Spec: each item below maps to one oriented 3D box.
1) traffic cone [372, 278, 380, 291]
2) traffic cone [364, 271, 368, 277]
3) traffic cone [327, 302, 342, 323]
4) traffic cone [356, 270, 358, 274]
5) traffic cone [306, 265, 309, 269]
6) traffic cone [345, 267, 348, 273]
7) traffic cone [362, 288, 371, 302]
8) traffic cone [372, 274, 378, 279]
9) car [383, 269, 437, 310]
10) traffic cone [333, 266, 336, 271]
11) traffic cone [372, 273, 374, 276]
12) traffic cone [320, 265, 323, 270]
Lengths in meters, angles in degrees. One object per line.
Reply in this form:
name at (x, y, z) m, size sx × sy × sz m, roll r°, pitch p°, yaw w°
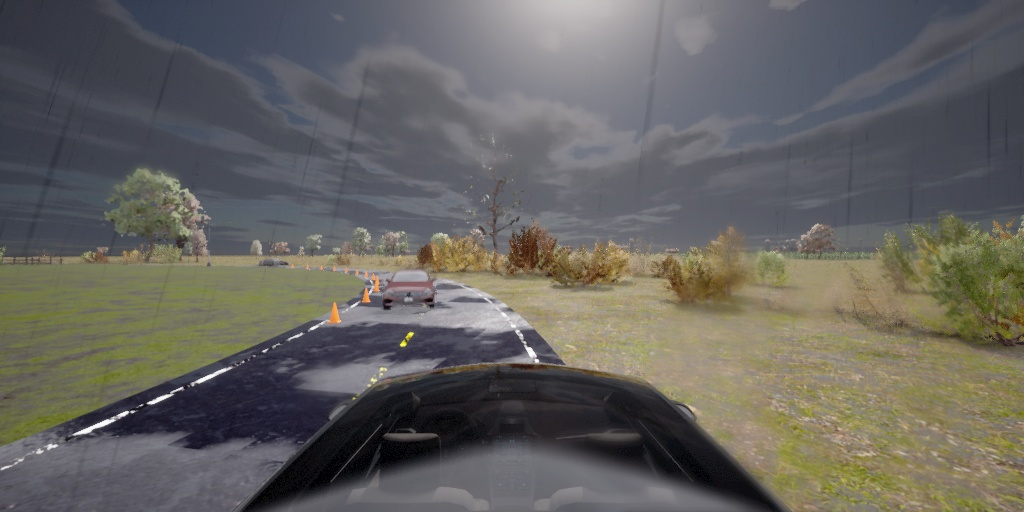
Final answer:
traffic cone at (-7.617, 1.678, 20.136) m, size 0.340 × 0.580 × 0.340 m, roll 0°, pitch 0°, yaw -18°
traffic cone at (-13.543, 1.641, 33.290) m, size 0.340 × 0.580 × 0.340 m, roll 0°, pitch 0°, yaw -31°
traffic cone at (-5.333, 1.693, 10.783) m, size 0.340 × 0.580 × 0.340 m, roll 0°, pitch 0°, yaw -10°
traffic cone at (-16.143, 1.623, 37.345) m, size 0.340 × 0.580 × 0.340 m, roll 0°, pitch 0°, yaw -35°
traffic cone at (-29.290, 1.556, 51.345) m, size 0.340 × 0.580 × 0.340 m, roll 0°, pitch 0°, yaw 38°
traffic cone at (-19.035, 1.604, 41.198) m, size 0.340 × 0.580 × 0.340 m, roll 0°, pitch 0°, yaw -39°
traffic cone at (-6.303, 1.686, 15.501) m, size 0.340 × 0.580 × 0.340 m, roll 0°, pitch 0°, yaw -14°
traffic cone at (-9.268, 1.668, 24.662) m, size 0.340 × 0.580 × 0.340 m, roll 0°, pitch 0°, yaw -22°
car at (-4.144, 1.265, 14.817) m, size 1.812 × 1.442 × 4.674 m, roll 0°, pitch 0°, yaw -13°
traffic cone at (-22.201, 1.586, 44.829) m, size 0.340 × 0.580 × 0.340 m, roll 0°, pitch 0°, yaw -43°
traffic cone at (-11.247, 1.656, 29.055) m, size 0.340 × 0.580 × 0.340 m, roll 0°, pitch 0°, yaw -26°
traffic cone at (-25.626, 1.571, 48.217) m, size 0.340 × 0.580 × 0.340 m, roll 0°, pitch 0°, yaw 43°
